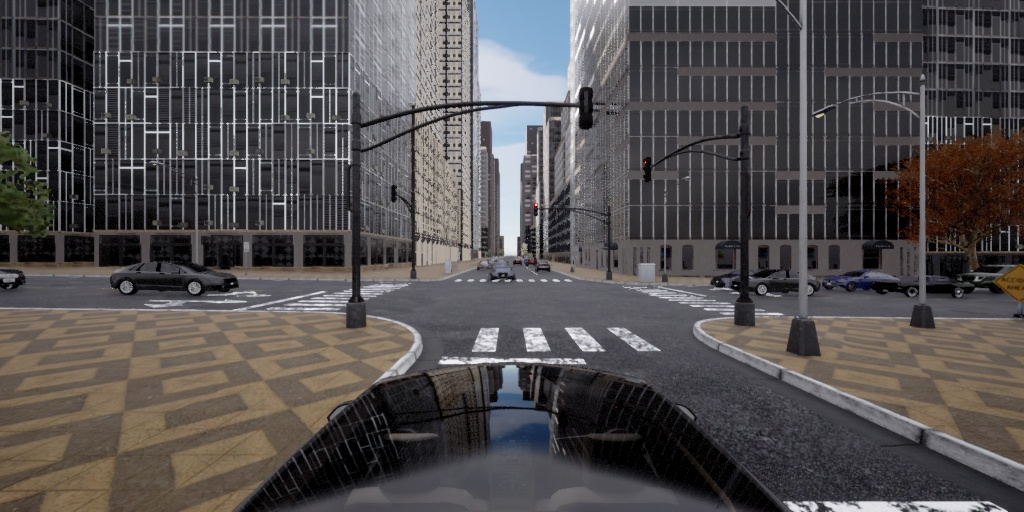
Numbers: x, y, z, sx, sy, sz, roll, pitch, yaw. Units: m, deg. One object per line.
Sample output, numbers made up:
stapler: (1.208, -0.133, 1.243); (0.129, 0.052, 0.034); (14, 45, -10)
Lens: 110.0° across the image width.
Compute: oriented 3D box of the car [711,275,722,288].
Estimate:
car: (16.155, 1.629, 24.851); (4.181, 1.385, 1.994); (1, 0, -3)

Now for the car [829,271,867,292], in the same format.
car: (24.556, 1.741, 25.245); (4.674, 1.442, 1.812); (1, 0, -3)

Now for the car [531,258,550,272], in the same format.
car: (3.898, 1.329, 45.983); (1.948, 1.339, 4.313); (0, 0, 0)

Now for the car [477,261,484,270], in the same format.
car: (-4.059, 1.342, 51.470); (1.802, 1.307, 4.207); (0, 0, 0)

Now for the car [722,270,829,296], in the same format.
car: (15.785, 1.564, 21.590); (4.892, 1.490, 1.837); (1, 0, -4)

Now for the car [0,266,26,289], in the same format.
car: (-25.298, 0.802, 16.197); (4.902, 1.511, 2.128); (1, 0, -3)

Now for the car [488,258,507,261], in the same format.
car: (-1.546, 1.271, 42.372); (1.837, 1.490, 4.892); (0, 0, 0)

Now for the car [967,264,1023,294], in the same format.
car: (35.236, 1.628, 25.742); (5.566, 2.045, 2.150); (1, 0, -3)

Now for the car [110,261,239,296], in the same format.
car: (-15.516, 0.994, 16.653); (4.892, 1.490, 1.837); (1, 0, -3)

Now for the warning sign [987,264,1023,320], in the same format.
warning sign: (17.268, 1.204, 12.189); (1.060, 1.860, 1.300); (0, 0, -3)

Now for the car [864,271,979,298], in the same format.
car: (25.028, 1.826, 22.017); (4.718, 1.301, 1.895); (1, 0, -3)

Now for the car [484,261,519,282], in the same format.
car: (-0.977, 1.335, 29.469); (1.994, 1.385, 4.181); (0, 0, -8)
